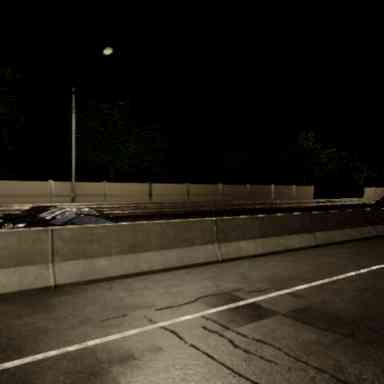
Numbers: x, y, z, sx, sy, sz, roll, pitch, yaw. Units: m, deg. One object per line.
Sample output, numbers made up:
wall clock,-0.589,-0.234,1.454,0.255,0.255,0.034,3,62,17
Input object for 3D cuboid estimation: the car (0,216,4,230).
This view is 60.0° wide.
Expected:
car,-8.886,1.527,19.152,4.674,1.442,1.812,0,0,-36

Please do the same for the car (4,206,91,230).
car,-6.365,1.494,16.651,4.902,1.511,2.128,0,0,-36

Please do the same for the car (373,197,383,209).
car,25.855,1.409,43.909,4.553,1.767,2.097,0,0,-35

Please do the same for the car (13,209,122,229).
car,-4.704,1.566,13.535,4.181,1.385,1.994,0,0,-35
